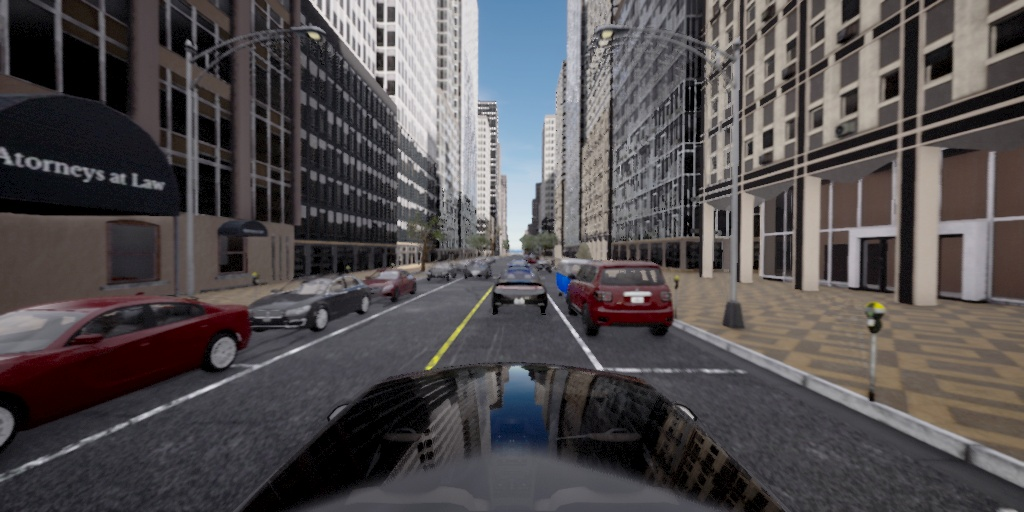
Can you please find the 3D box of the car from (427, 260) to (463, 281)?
[{"bbox_3d":[-5.297,1.121,27.455,2.007,1.370,4.403,0,0,1],"label":"car"}]

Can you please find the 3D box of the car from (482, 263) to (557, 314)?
[{"bbox_3d":[0.267,1.176,13.432,2.128,1.511,4.902,0,0,1],"label":"car"}]

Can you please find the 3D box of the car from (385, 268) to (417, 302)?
[{"bbox_3d":[-5.486,1.216,16.089,1.802,1.307,4.207,0,0,1],"label":"car"}]

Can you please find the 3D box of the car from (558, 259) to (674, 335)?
[{"bbox_3d":[2.799,1.034,10.267,2.192,1.841,5.009,0,0,1],"label":"car"}]

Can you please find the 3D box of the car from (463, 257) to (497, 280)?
[{"bbox_3d":[-2.648,1.072,28.703,2.128,1.511,4.902,0,0,1],"label":"car"}]

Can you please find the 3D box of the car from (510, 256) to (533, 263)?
[{"bbox_3d":[0.558,1.065,30.932,1.882,1.535,5.008,0,0,1],"label":"car"}]

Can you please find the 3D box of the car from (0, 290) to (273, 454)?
[{"bbox_3d":[-5.675,1.243,4.724,1.888,1.381,4.507,0,0,1],"label":"car"}]

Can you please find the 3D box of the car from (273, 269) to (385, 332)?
[{"bbox_3d":[-5.581,1.216,10.407,2.007,1.370,4.403,0,0,1],"label":"car"}]

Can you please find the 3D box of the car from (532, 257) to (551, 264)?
[{"bbox_3d":[3.272,1.110,38.681,2.007,1.370,4.403,0,0,1],"label":"car"}]

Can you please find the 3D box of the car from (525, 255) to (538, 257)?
[{"bbox_3d":[3.650,0.746,61.413,2.192,1.841,5.009,0,0,1],"label":"car"}]
